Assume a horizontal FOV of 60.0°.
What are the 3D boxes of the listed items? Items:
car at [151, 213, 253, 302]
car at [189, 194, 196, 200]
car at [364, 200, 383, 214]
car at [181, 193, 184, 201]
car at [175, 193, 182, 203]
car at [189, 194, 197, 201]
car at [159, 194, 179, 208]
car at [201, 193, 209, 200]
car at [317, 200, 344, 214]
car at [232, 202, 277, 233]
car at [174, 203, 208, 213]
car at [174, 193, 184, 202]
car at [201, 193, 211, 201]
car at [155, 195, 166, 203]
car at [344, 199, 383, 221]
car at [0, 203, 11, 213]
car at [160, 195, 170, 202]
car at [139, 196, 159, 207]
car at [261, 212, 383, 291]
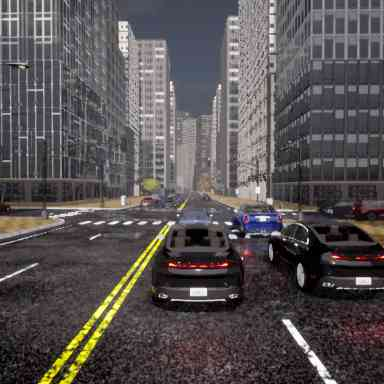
[{"bbox_3d":[0.119,1.501,8.239,1.837,1.490,4.892,0,0,0],"label":"car"},{"bbox_3d":[0.234,1.387,90.175,1.882,1.535,5.008,0,0,0],"label":"car"},{"bbox_3d":[21.905,1.643,36.779,4.829,1.417,1.752,1,0,1],"label":"car"},{"bbox_3d":[-3.099,1.469,67.430,1.812,1.442,4.674,0,0,1],"label":"car"},{"bbox_3d":[-3.184,1.460,57.609,1.837,1.490,4.892,0,0,0],"label":"car"},{"bbox_3d":[0.208,1.450,80.180,1.812,1.442,4.674,0,0,0],"label":"car"},{"bbox_3d":[-3.215,1.471,48.270,1.837,1.490,4.892,0,0,0],"label":"car"},{"bbox_3d":[3.483,1.097,89.717,2.097,1.767,4.553,0,0,0],"label":"car"},{"bbox_3d":[15.459,1.609,34.337,4.892,1.490,1.837,1,1,2],"label":"car"},{"bbox_3d":[3.395,1.342,18.029,2.097,1.767,4.553,0,0,0],"label":"car"},{"bbox_3d":[0.146,1.538,17.794,2.033,1.411,5.357,0,0,0],"label":"car"},{"bbox_3d":[-3.048,1.154,77.882,2.150,2.045,5.566,0,0,0],"label":"car"},{"bbox_3d":[3.457,1.396,79.328,1.882,1.535,5.008,0,0,0],"label":"car"},{"bbox_3d":[-6.343,1.420,67.651,1.882,1.535,5.008,0,0,0],"label":"car"},{"bbox_3d":[16.274,1.519,28.507,5.009,1.841,2.192,1,0,1],"label":"car"},{"bbox_3d":[-20.032,1.315,31.790,5.008,1.535,1.882,1,1,1],"label":"car"},{"bbox_3d":[-6.298,1.453,77.922,1.812,1.442,4.674,0,0,0],"label":"car"},{"bbox_3d":[-6.461,1.491,49.042,1.812,1.442,4.674,0,0,2],"label":"car"},{"bbox_3d":[3.373,1.500,8.946,1.837,1.490,4.892,0,0,0],"label":"car"}]
